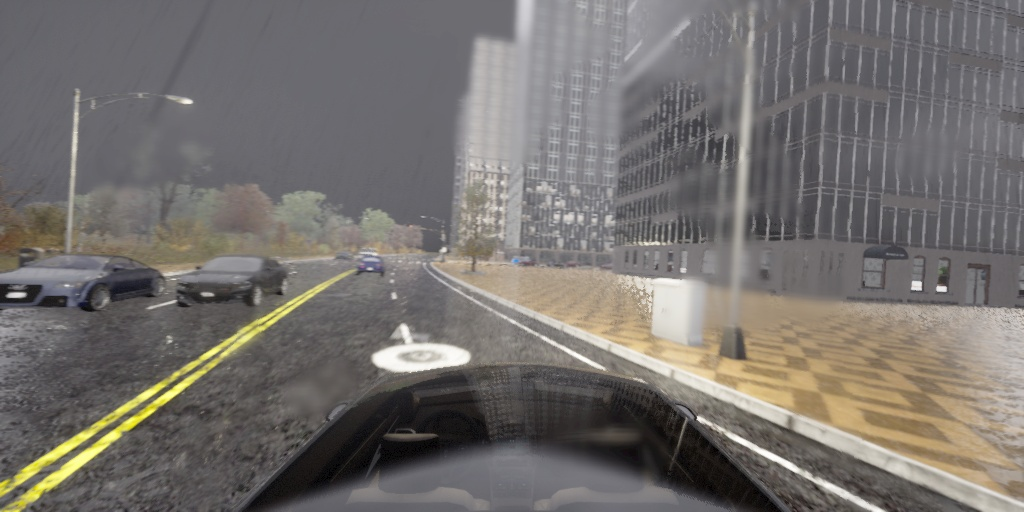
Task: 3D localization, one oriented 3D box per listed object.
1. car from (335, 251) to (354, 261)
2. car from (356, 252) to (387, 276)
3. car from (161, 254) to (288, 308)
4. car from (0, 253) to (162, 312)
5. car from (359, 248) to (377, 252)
[{"bbox_3d":[-24.499,-0.045,52.599,1.994,1.385,4.181,3,0,-13],"label":"car"},{"bbox_3d":[-10.564,0.683,27.155,1.812,1.442,4.674,3,0,-18],"label":"car"},{"bbox_3d":[-9.006,0.711,11.996,1.882,1.535,5.008,3,0,-20],"label":"car"},{"bbox_3d":[-11.669,0.640,9.837,1.994,1.385,4.181,3,0,-20],"label":"car"},{"bbox_3d":[-21.316,-0.175,53.321,2.150,2.045,5.566,3,0,-13],"label":"car"}]
